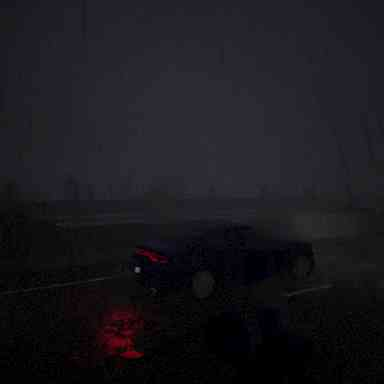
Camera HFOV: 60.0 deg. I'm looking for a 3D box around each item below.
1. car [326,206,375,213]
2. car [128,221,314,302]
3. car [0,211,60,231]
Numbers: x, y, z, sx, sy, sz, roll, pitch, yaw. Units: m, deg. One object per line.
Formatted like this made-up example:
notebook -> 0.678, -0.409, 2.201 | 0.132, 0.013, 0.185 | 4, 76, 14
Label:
car -> 9.940, 1.564, 21.090 | 4.181, 1.385, 1.994 | 0, 0, -23
car -> 0.932, 1.478, 8.307 | 5.008, 1.535, 1.882 | 0, 0, -32
car -> -8.707, 1.547, 14.838 | 5.357, 1.411, 2.033 | 0, 0, -34
